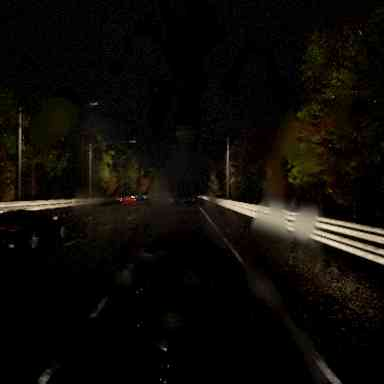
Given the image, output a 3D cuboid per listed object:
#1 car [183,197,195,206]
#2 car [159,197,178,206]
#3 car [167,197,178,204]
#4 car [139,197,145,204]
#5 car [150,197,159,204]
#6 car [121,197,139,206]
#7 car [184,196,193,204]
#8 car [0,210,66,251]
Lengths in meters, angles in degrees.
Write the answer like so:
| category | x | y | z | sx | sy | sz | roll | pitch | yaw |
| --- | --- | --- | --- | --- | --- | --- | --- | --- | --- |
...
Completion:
| category | x | y | z | sx | sy | sz | roll | pitch | yaw |
| --- | --- | --- | --- | --- | --- | --- | --- | --- | --- |
| car | -0.549 | 1.706 | 58.323 | 1.882 | 1.535 | 5.008 | 0 | 0 | -1 |
| car | -4.049 | 1.756 | 58.290 | 2.033 | 1.411 | 5.357 | 0 | 0 | -1 |
| car | -4.180 | 1.812 | 72.008 | 1.994 | 1.385 | 4.181 | 0 | 0 | -1 |
| car | -11.176 | 1.730 | 71.539 | 2.128 | 1.511 | 4.902 | 0 | 0 | -1 |
| car | -7.656 | 1.717 | 69.481 | 1.882 | 1.535 | 5.008 | 0 | 0 | -1 |
| car | -11.048 | 1.646 | 58.223 | 1.882 | 1.535 | 5.008 | 0 | 0 | -1 |
| car | -0.680 | 1.759 | 72.096 | 1.882 | 1.535 | 5.008 | 0 | 0 | -1 |
| car | -7.028 | 1.488 | 14.205 | 1.882 | 1.535 | 5.008 | 0 | 0 | -1 |
